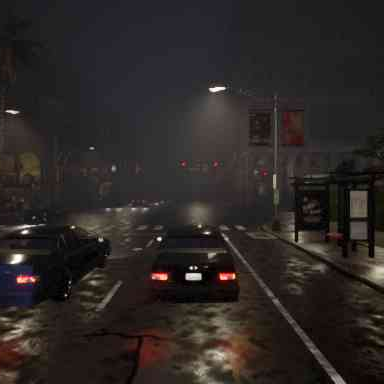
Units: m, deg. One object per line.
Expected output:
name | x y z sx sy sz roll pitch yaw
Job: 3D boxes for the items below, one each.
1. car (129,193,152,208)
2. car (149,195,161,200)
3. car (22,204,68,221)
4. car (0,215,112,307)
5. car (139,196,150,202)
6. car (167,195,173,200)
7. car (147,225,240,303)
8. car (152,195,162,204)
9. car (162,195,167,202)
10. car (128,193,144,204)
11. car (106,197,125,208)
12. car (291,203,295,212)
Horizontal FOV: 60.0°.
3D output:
car | -7.437 1.344 47.995 2.097 1.767 4.553 0 0 0
car | -10.170 1.525 91.982 2.033 1.411 5.357 0 0 9
car | -10.763 1.560 24.631 1.994 1.385 4.181 0 0 0
car | -3.475 1.546 8.215 2.033 1.411 5.357 0 0 0
car | -11.069 1.583 78.170 1.895 1.301 4.718 0 0 0
car | -6.576 1.510 92.119 1.812 1.442 4.674 0 0 9
car | 0.025 1.546 8.400 2.033 1.411 5.357 0 0 0
car | -7.507 1.494 65.589 1.837 1.490 4.892 0 0 0
car | -7.572 1.488 78.453 1.837 1.490 4.892 0 0 0
car | -11.000 1.211 65.858 2.150 2.045 5.566 0 0 0
car | -10.937 1.518 47.795 1.812 1.442 4.674 0 0 0
car | 12.885 1.558 35.892 4.181 1.385 1.994 0 0 0
